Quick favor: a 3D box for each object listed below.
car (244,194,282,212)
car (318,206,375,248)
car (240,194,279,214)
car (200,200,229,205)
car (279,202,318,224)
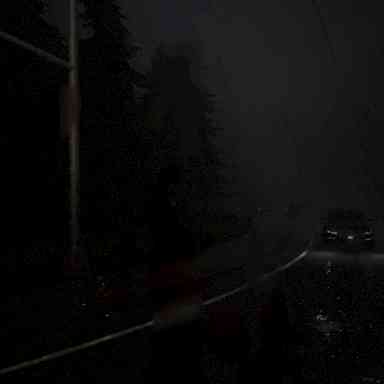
[{"bbox_3d":[8.789,1.299,41.920,2.150,2.045,5.566,-1,0,-19],"label":"car"},{"bbox_3d":[6.803,1.482,14.891,1.837,1.490,4.892,-1,0,20],"label":"car"},{"bbox_3d":[6.963,1.291,35.473,2.150,2.045,5.566,-1,0,-14],"label":"car"},{"bbox_3d":[3.429,1.786,51.581,1.895,1.301,4.718,0,0,-39],"label":"car"},{"bbox_3d":[8.542,1.495,25.132,2.128,1.511,4.902,-1,0,-2],"label":"car"}]
